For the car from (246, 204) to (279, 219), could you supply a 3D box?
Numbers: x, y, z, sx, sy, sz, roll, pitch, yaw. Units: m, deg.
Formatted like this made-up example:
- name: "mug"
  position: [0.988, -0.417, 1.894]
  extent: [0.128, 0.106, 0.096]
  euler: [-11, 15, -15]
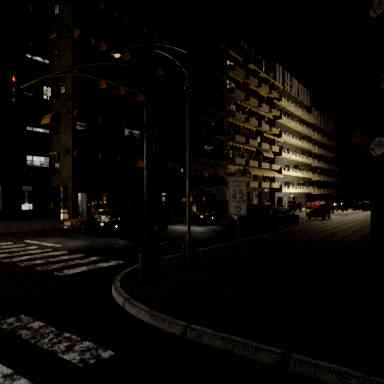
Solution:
- name: "car"
  position: [8.094, 2.191, 37.874]
  extent: [1.837, 1.490, 4.892]
  euler: [0, -1, 35]

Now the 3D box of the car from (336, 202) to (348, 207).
- name: "car"
  position: [39.270, 3.282, 87.114]
  extent: [1.947, 1.339, 4.313]
  euler: [-1, -2, 35]

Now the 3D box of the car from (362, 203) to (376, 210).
- name: "car"
  position: [36.424, 2.971, 68.451]
  extent: [1.947, 1.339, 4.313]
  euler: [-1, -2, 35]

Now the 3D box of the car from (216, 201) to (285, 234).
- name: "car"
  position: [4.010, 1.711, 22.016]
  extent: [2.192, 1.841, 5.009]
  euler: [-1, -2, 35]

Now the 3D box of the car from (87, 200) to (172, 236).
- name: "car"
  position: [-3.543, 1.541, 21.224]
  extent: [2.150, 2.045, 5.566]
  euler: [0, -1, 35]

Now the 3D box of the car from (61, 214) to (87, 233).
- name: "car"
  position: [-6.208, 1.834, 21.952]
  extent: [1.752, 1.417, 4.829]
  euler: [-1, -2, 35]

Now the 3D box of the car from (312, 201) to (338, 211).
- name: "car"
  position: [19.421, 2.456, 48.536]
  extent: [1.837, 1.490, 4.892]
  euler: [0, -1, 35]

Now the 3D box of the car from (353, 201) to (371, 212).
- name: "car"
  position: [29.939, 2.522, 59.169]
  extent: [2.192, 1.841, 5.009]
  euler: [-1, -2, 35]

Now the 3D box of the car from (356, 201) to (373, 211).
- name: "car"
  position: [33.181, 2.622, 63.814]
  extent: [2.192, 1.841, 5.009]
  euler: [-1, -2, 35]

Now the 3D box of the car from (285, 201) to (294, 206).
- name: "car"
  position: [13.240, 2.446, 49.819]
  extent: [1.752, 1.417, 4.829]
  euler: [-1, -2, 35]

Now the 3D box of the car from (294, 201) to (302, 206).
- name: "car"
  position: [16.578, 2.340, 54.608]
  extent: [2.192, 1.841, 5.009]
  euler: [-1, -2, 35]

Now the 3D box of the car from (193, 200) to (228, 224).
- name: "car"
  position: [2.367, 1.728, 29.693]
  extent: [2.150, 2.045, 5.566]
  euler: [0, -1, 34]

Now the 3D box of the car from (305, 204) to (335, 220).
- name: "car"
  position: [13.735, 2.284, 35.941]
  extent: [1.802, 1.307, 4.206]
  euler: [-1, -2, 35]

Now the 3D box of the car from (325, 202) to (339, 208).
- name: "car"
  position: [32.786, 3.067, 77.824]
  extent: [1.887, 1.381, 4.507]
  euler: [-1, -2, 35]

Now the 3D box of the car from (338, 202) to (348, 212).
- name: "car"
  position: [25.302, 2.626, 56.973]
  extent: [2.128, 1.511, 4.902]
  euler: [0, -1, 35]

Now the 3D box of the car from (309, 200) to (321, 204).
- name: "car"
  position: [23.062, 2.771, 63.892]
  extent: [1.887, 1.381, 4.507]
  euler: [-1, -2, 35]

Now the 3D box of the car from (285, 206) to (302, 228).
- name: "car"
  position: [7.253, 2.043, 26.654]
  extent: [1.887, 1.381, 4.507]
  euler: [-1, -2, 35]
